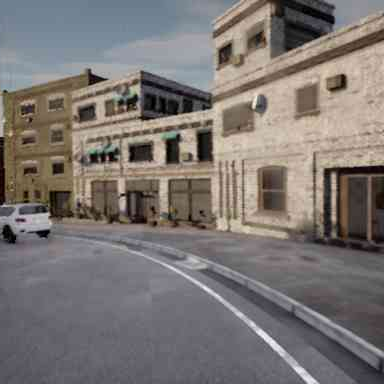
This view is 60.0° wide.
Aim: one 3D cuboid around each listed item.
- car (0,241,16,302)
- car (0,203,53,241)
[{"bbox_3d":[-3.925,1.682,3.728,2.033,1.411,5.357,-1,-1,-12],"label":"car"},{"bbox_3d":[-10.467,1.730,19.464,5.566,2.045,2.150,-3,0,35],"label":"car"}]
